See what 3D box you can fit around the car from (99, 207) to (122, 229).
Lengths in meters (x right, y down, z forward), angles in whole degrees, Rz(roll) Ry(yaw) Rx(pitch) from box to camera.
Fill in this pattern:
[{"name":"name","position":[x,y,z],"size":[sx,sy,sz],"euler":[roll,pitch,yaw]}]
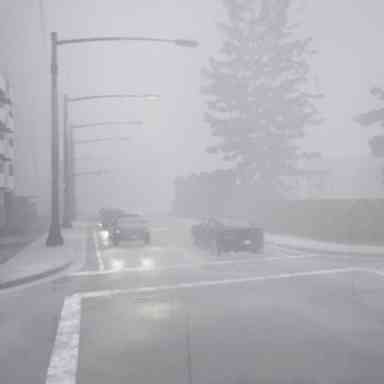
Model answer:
[{"name":"car","position":[-6.625,2.186,28.273],"size":[1.882,1.535,5.008],"euler":[0,-1,-18]}]

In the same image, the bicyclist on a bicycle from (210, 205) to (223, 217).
[{"name":"bicyclist on a bicycle","position":[1.948,1.835,25.895],"size":[1.656,1.620,0.582],"euler":[-1,-1,-17]}]

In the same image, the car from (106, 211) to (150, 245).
[{"name":"car","position":[-3.552,1.980,18.468],"size":[1.812,1.442,4.674],"euler":[0,-1,-18]}]

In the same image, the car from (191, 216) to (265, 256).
[{"name":"car","position":[1.385,1.781,14.768],"size":[1.882,1.535,5.008],"euler":[0,-1,-16]}]
